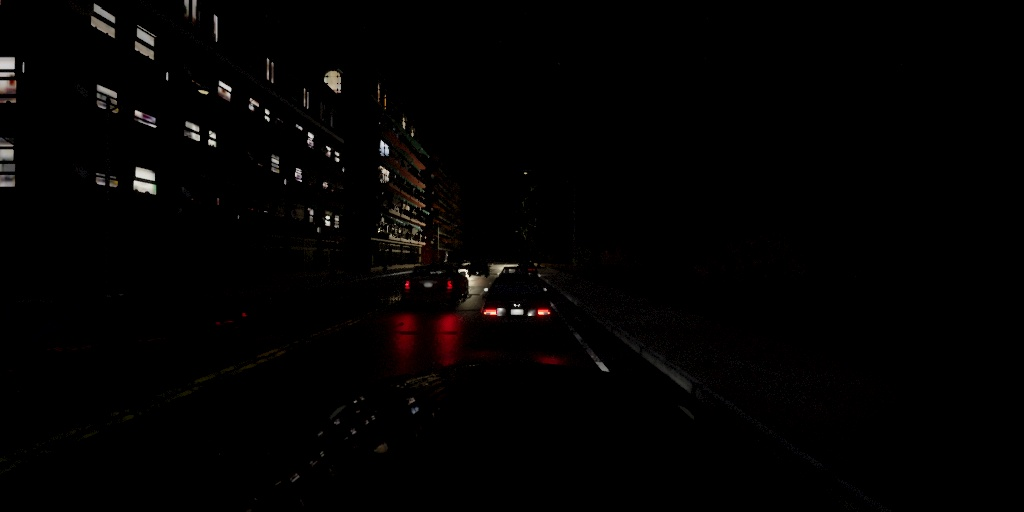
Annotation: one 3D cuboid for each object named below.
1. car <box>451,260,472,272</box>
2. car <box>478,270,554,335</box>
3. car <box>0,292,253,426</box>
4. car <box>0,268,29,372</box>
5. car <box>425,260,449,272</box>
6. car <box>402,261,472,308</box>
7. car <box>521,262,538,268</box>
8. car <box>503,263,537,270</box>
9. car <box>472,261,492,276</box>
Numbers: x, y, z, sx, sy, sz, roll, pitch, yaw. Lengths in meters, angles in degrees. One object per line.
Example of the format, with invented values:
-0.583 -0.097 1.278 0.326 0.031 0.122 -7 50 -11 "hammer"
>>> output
-6.553 1.301 47.482 2.033 1.411 5.357 0 0 0 "car"
0.111 1.299 10.513 2.033 1.411 5.357 0 0 0 "car"
-6.597 1.298 5.437 2.033 1.411 5.357 0 0 0 "car"
-9.848 1.102 4.255 2.097 1.767 4.553 0 0 0 "car"
-9.802 1.301 47.504 2.033 1.411 5.357 0 0 0 "car"
-3.129 1.106 15.422 2.097 1.767 4.553 0 0 -1 "car"
1.167 1.259 30.642 1.837 1.490 4.892 0 0 0 "car"
0.119 1.300 20.875 2.033 1.411 5.357 0 0 0 "car"
-3.116 1.260 34.708 1.837 1.490 4.892 0 0 0 "car"
